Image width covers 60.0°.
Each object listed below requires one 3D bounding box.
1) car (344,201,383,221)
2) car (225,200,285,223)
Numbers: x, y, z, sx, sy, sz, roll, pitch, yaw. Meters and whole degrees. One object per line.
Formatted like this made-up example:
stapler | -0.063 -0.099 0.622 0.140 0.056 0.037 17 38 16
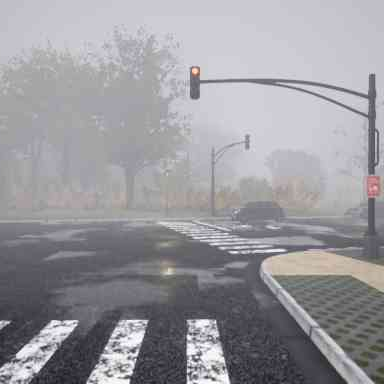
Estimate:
car | 15.792 1.596 29.478 4.553 1.767 2.097 1 0 -18
car | 4.849 1.428 25.803 4.553 1.767 2.097 1 0 -19
